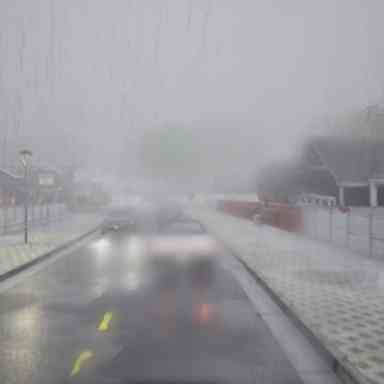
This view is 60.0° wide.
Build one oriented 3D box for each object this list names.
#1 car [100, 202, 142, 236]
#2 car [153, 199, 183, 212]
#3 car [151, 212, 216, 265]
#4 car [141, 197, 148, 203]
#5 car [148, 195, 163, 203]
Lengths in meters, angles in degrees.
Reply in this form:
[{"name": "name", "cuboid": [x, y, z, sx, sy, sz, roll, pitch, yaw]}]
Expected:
[{"name": "car", "cuboid": [-3.918, 1.561, 18.775, 1.837, 1.490, 4.892, 0, 0, -6]}, {"name": "car", "cuboid": [-1.693, 1.562, 24.980, 2.128, 1.511, 4.902, 0, 0, -7]}, {"name": "car", "cuboid": [-0.379, 1.614, 11.690, 1.895, 1.301, 4.718, 0, 0, -4]}, {"name": "car", "cuboid": [-11.856, 2.055, 85.721, 2.033, 1.411, 5.357, 0, 0, 0]}, {"name": "car", "cuboid": [-9.108, 1.972, 83.373, 1.994, 1.385, 4.181, 0, 0, 0]}]
